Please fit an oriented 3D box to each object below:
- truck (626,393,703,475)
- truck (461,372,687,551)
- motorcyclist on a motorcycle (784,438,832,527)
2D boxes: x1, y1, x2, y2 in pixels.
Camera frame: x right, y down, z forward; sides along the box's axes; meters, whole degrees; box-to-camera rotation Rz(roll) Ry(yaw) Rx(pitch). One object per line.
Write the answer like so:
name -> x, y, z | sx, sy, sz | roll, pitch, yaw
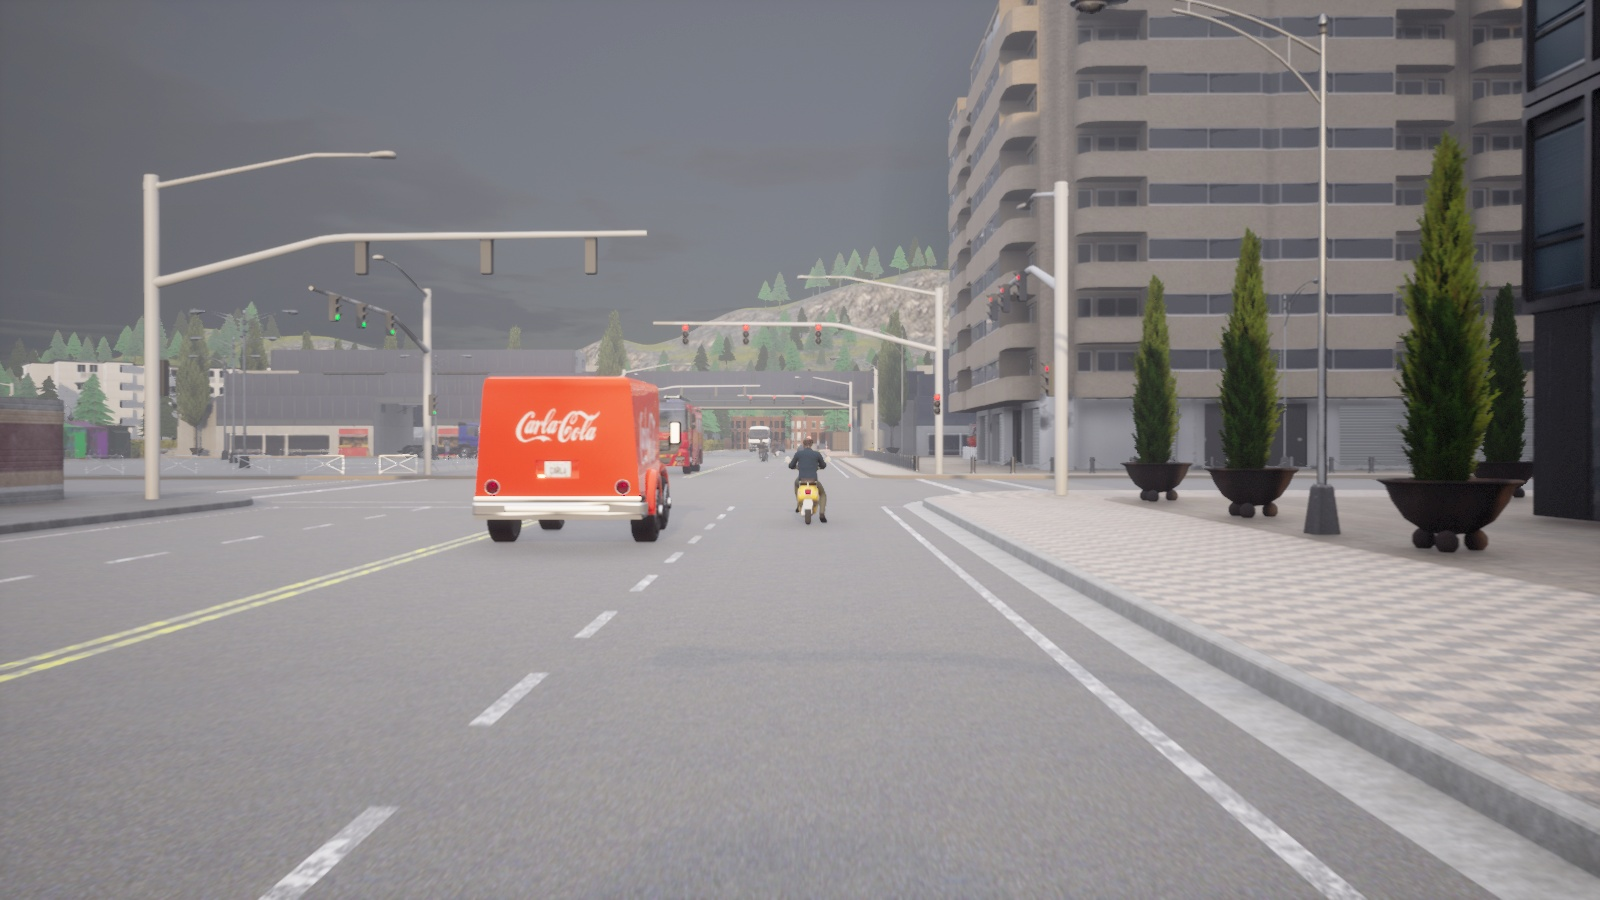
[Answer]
truck -> -6.627, -0.777, 62.801 | 2.891, 3.827, 8.468 | 0, 0, 0
truck -> -3.371, 0.144, 20.004 | 2.627, 2.467, 5.204 | 0, 0, 0
motorcyclist on a motorcycle -> 0.148, 0.569, 23.325 | 0.866, 1.590, 1.817 | 0, 0, 0
